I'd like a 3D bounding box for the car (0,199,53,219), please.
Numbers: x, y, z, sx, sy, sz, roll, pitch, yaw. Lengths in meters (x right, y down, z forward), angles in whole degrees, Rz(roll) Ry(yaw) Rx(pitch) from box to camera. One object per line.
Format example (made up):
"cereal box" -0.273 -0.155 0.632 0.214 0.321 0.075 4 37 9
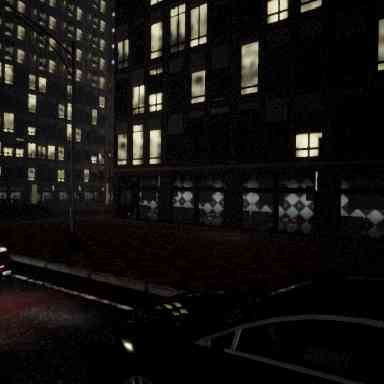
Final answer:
"car" -15.663 1.519 30.556 2.192 1.841 5.009 1 0 36

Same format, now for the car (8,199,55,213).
"car" -19.174 1.642 39.926 1.752 1.417 4.829 1 0 36

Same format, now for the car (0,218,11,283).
"car" -6.367 1.487 8.197 4.902 1.511 2.128 0 0 36

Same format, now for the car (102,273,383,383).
"car" 1.315 1.491 2.743 4.902 1.511 2.128 0 0 35

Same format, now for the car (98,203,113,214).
"car" -8.878 1.829 39.777 1.752 1.417 4.829 1 0 36
